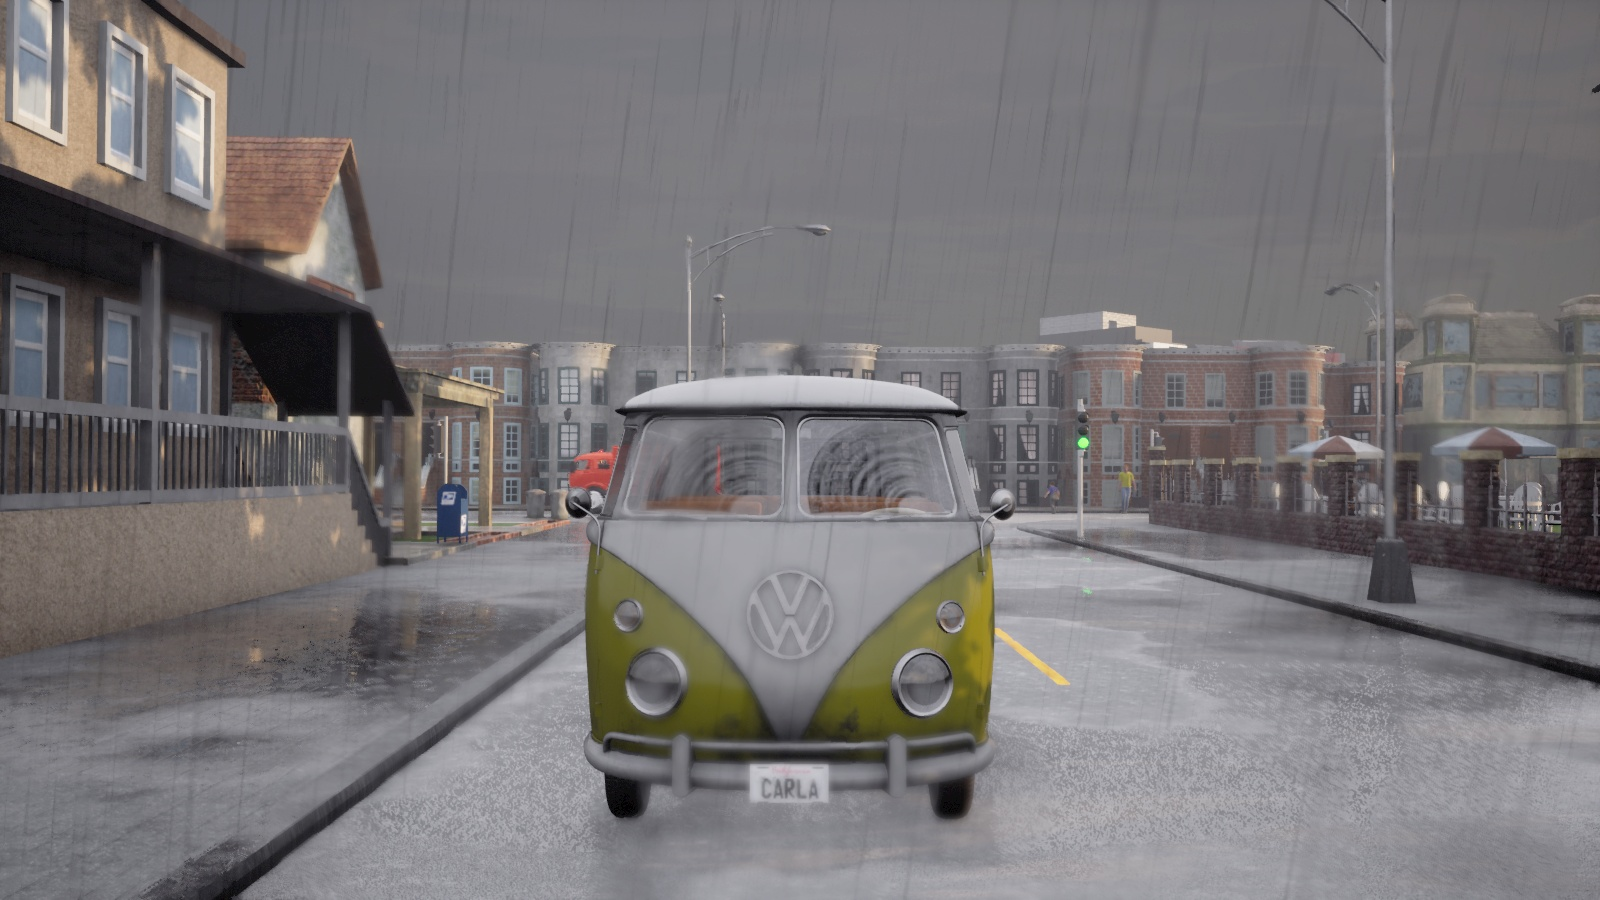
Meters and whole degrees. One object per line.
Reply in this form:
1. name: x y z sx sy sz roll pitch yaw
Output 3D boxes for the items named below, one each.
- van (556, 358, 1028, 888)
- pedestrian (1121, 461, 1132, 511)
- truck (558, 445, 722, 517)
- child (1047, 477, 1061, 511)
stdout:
1. van: -0.043 0.684 6.958 1.775 1.987 4.442 0 -1 0
2. pedestrian: 12.054 1.334 46.387 0.354 1.836 0.706 0 -1 12
3. truck: -5.660 1.100 44.719 5.204 2.467 2.627 0 -1 12
4. child: 9.336 1.622 46.195 0.270 1.263 0.437 0 -1 -26
